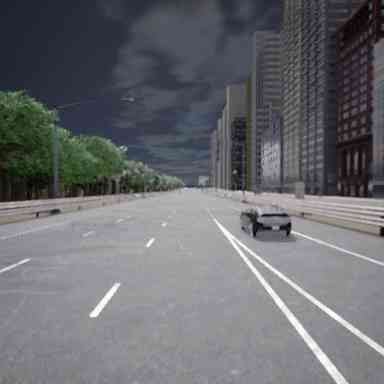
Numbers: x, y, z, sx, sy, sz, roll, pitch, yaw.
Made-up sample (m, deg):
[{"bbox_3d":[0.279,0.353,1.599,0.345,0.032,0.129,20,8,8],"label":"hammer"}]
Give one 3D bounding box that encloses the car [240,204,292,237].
[{"bbox_3d":[3.675,1.374,17.197,2.128,1.511,4.902,0,0,-1],"label":"car"}]
